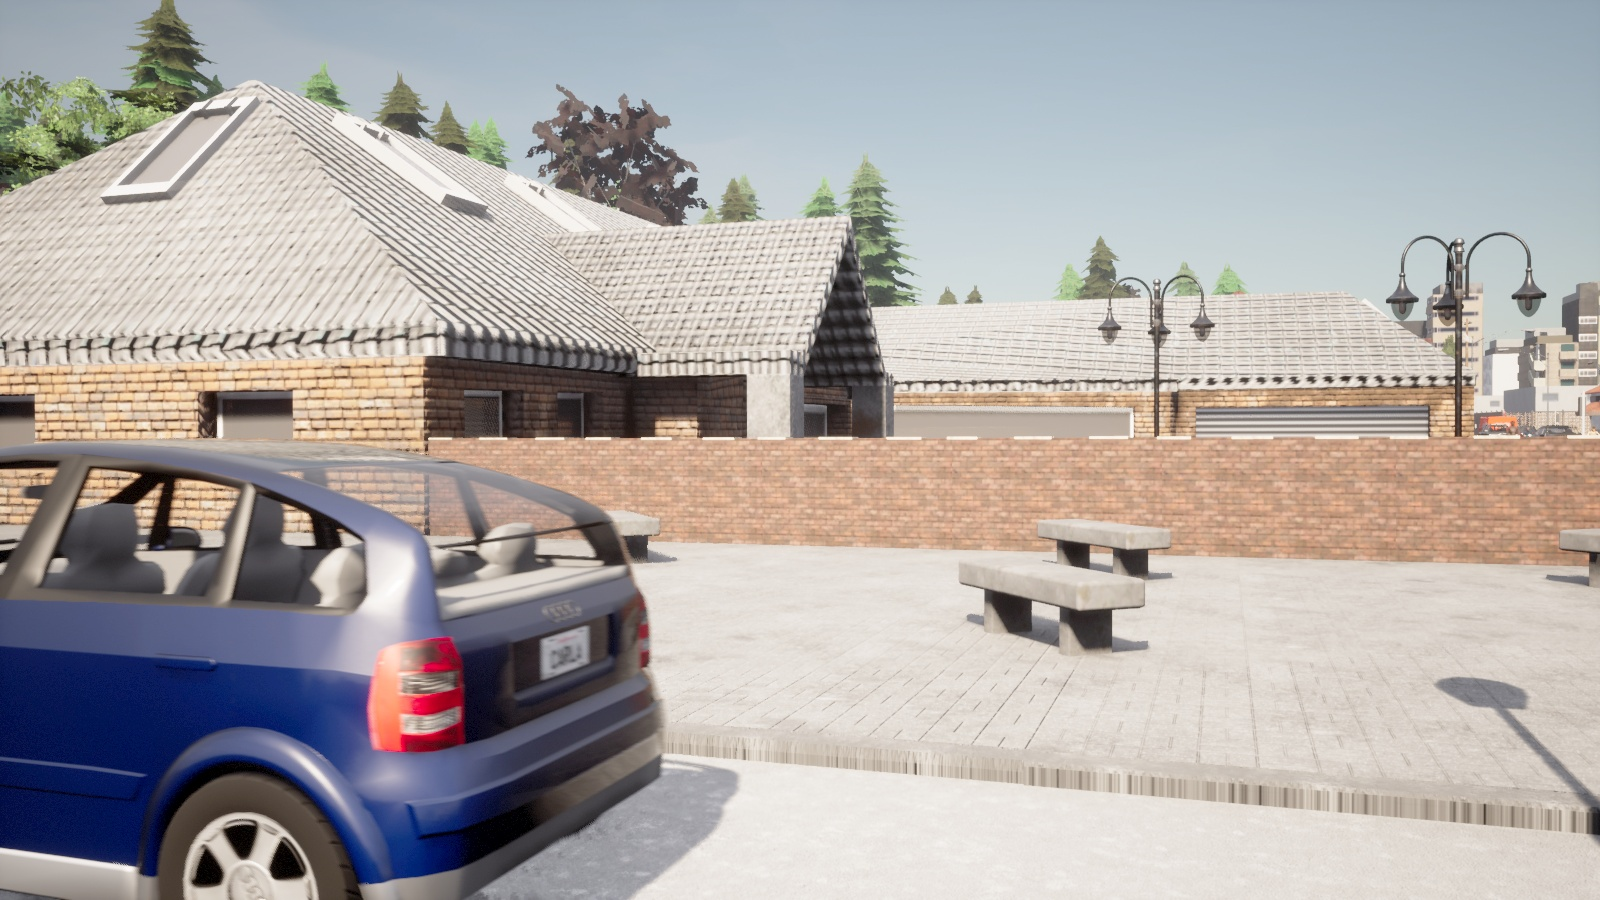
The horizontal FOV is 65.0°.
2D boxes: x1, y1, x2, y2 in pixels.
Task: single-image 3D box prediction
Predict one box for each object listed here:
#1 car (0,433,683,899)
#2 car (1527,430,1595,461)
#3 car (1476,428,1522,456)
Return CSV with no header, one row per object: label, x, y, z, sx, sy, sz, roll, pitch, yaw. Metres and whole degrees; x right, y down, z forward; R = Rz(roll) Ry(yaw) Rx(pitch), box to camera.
car,-2.492,0.723,4.563,3.705,1.549,1.789,1,1,19
car,42.318,-0.290,69.938,2.242,1.667,4.611,1,1,19
car,47.662,-0.551,85.748,1.932,1.855,4.605,1,1,18
